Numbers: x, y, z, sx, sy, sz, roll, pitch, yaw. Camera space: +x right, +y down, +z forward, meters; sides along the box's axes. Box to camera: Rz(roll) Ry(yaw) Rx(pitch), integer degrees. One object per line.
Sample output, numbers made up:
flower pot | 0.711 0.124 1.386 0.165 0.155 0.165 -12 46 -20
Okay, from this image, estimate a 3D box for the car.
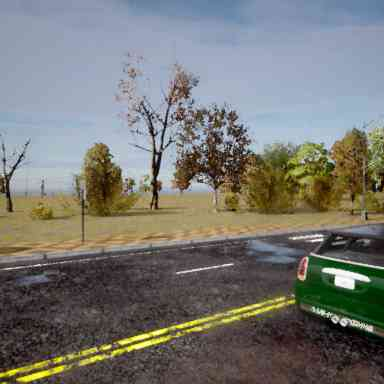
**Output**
car | 4.025 1.352 6.135 4.553 1.767 2.097 0 0 -34
